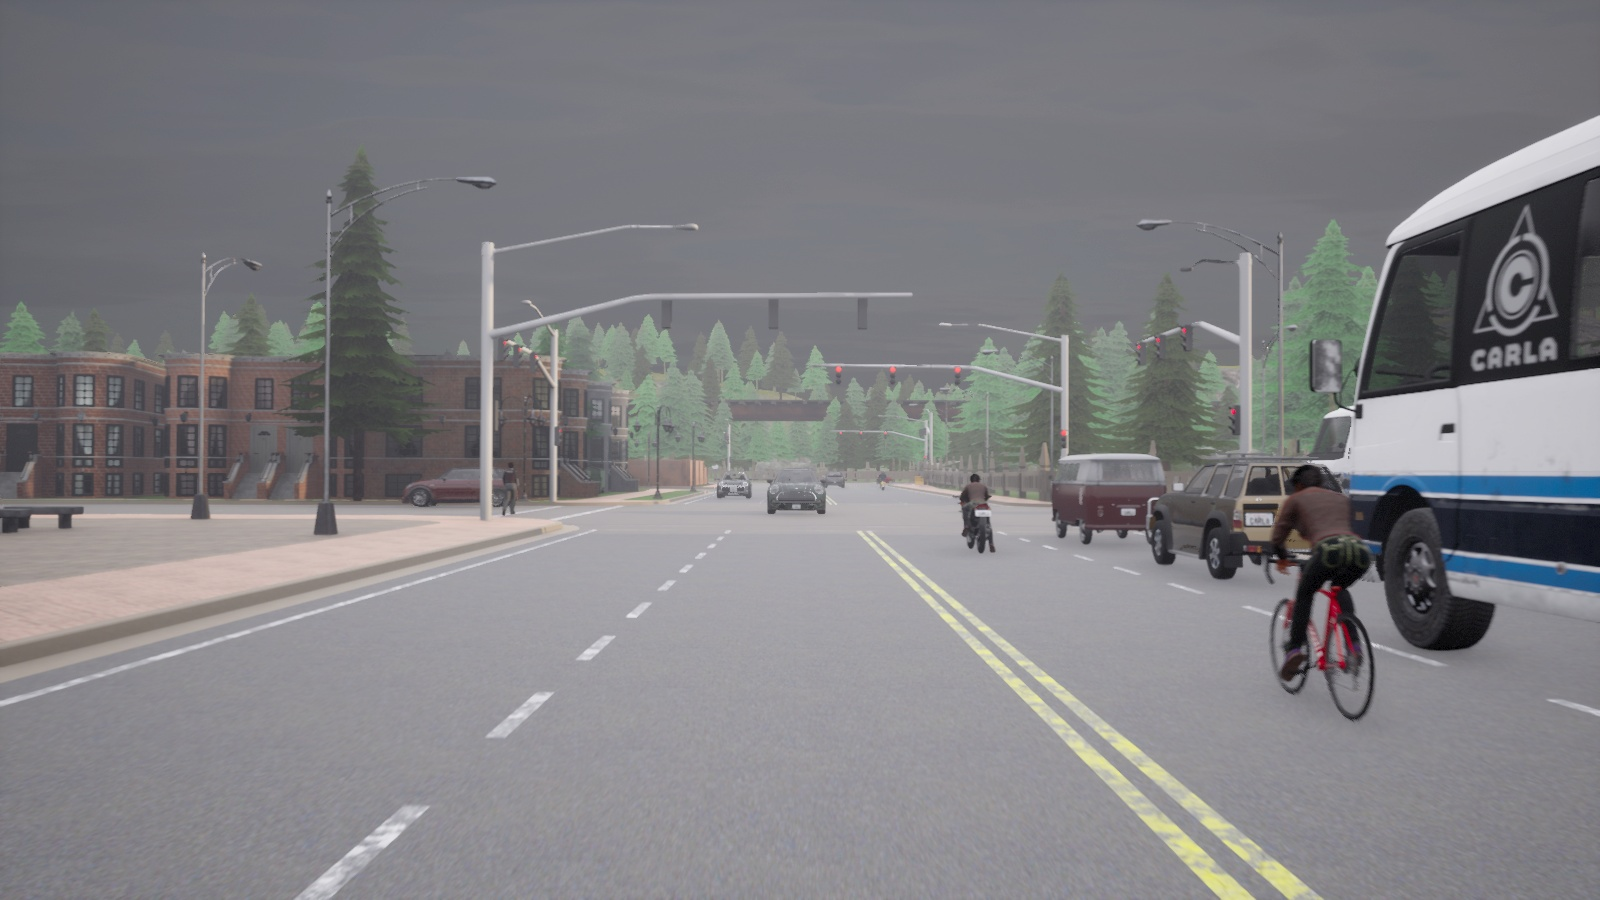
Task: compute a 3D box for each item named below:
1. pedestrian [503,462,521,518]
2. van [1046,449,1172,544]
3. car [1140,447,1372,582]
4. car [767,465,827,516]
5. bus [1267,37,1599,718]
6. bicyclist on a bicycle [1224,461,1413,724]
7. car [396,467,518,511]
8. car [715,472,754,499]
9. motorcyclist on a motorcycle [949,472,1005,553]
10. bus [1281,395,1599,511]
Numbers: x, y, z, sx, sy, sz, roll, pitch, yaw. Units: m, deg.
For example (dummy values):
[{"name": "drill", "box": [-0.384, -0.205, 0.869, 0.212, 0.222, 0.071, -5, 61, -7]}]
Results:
[{"name": "pedestrian", "box": [-9.902, 1.365, 43.140, 0.402, 1.930, 0.666, 0, -1, 6]}, {"name": "van", "box": [6.928, 1.019, 28.611, 1.775, 1.987, 4.442, 0, -1, 0]}, {"name": "car", "box": [6.951, 0.934, 19.718, 1.932, 1.855, 4.605, 0, -1, 0]}, {"name": "car", "box": [-0.115, 1.448, 46.261, 2.097, 1.767, 4.553, 0, -1, 0]}, {"name": "bus", "box": [6.974, -0.452, 8.224, 3.944, 4.253, 10.273, 0, -1, 0]}, {"name": "bicyclist on a bicycle", "box": [3.478, 0.897, 8.579, 0.582, 1.620, 1.656, 0, -1, 0]}, {"name": "car", "box": [-14.149, 1.601, 52.043, 4.553, 1.767, 2.097, 0, -1, -4]}, {"name": "car", "box": [-3.675, 1.985, 71.089, 1.970, 1.475, 3.806, 0, -1, 0]}, {"name": "motorcyclist on a motorcycle", "box": [3.439, 1.195, 24.598, 0.797, 1.523, 2.044, 0, -1, 0]}, {"name": "bus", "box": [24.368, 0.148, 48.222, 10.273, 4.253, 3.944, 0, -1, 0]}]
